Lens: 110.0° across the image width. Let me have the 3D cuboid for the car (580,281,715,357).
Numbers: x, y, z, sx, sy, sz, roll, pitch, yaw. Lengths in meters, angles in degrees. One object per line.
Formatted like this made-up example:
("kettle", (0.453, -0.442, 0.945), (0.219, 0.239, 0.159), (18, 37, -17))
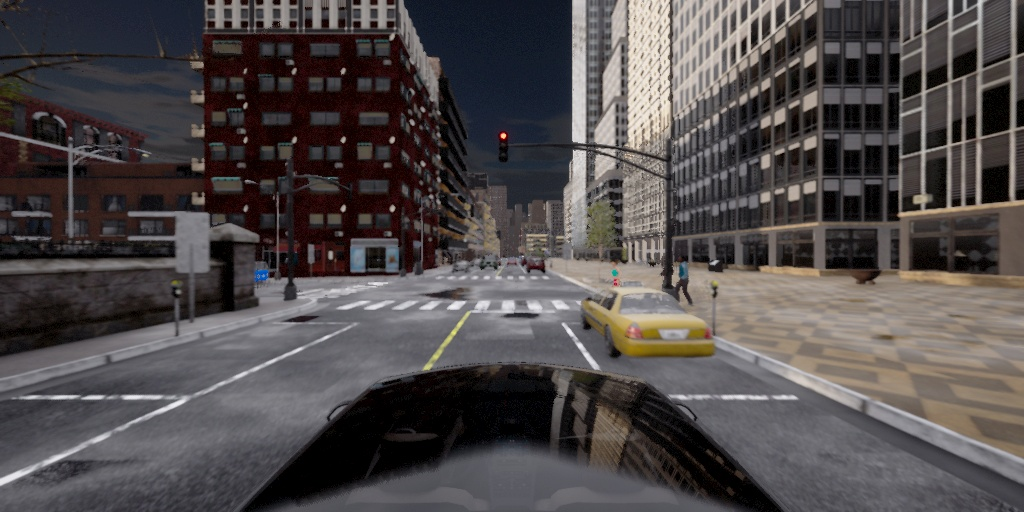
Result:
("car", (2.688, 1.256, 8.271), (1.751, 1.417, 4.829), (0, 0, 0))

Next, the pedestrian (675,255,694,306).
("pedestrian", (6.095, 0.859, 12.767), (0.375, 1.860, 0.375), (0, 0, 0))

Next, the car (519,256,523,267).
("car", (2.687, 0.923, 62.618), (2.192, 1.841, 5.009), (0, 0, 0))

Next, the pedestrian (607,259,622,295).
("pedestrian", (4.040, 1.008, 13.979), (0.375, 1.860, 0.375), (0, 0, 0))

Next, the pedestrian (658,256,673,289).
("pedestrian", (5.778, 0.857, 13.431), (0.375, 1.860, 0.375), (0, 0, 0))

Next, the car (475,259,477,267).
("car", (-5.693, 1.167, 57.092), (2.007, 1.370, 4.403), (0, 0, 0))

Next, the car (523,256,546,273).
("car", (2.688, 0.962, 40.513), (2.192, 1.841, 5.009), (0, 0, 0))

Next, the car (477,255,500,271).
("car", (-3.080, 0.854, 48.004), (2.150, 2.045, 5.566), (0, 0, -1))

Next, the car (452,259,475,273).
("car", (-5.692, 1.197, 40.513), (2.007, 1.370, 4.403), (0, 0, 0))

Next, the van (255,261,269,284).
("van", (-20.768, 1.316, 27.274), (3.998, 1.789, 1.690), (0, 0, -1))
